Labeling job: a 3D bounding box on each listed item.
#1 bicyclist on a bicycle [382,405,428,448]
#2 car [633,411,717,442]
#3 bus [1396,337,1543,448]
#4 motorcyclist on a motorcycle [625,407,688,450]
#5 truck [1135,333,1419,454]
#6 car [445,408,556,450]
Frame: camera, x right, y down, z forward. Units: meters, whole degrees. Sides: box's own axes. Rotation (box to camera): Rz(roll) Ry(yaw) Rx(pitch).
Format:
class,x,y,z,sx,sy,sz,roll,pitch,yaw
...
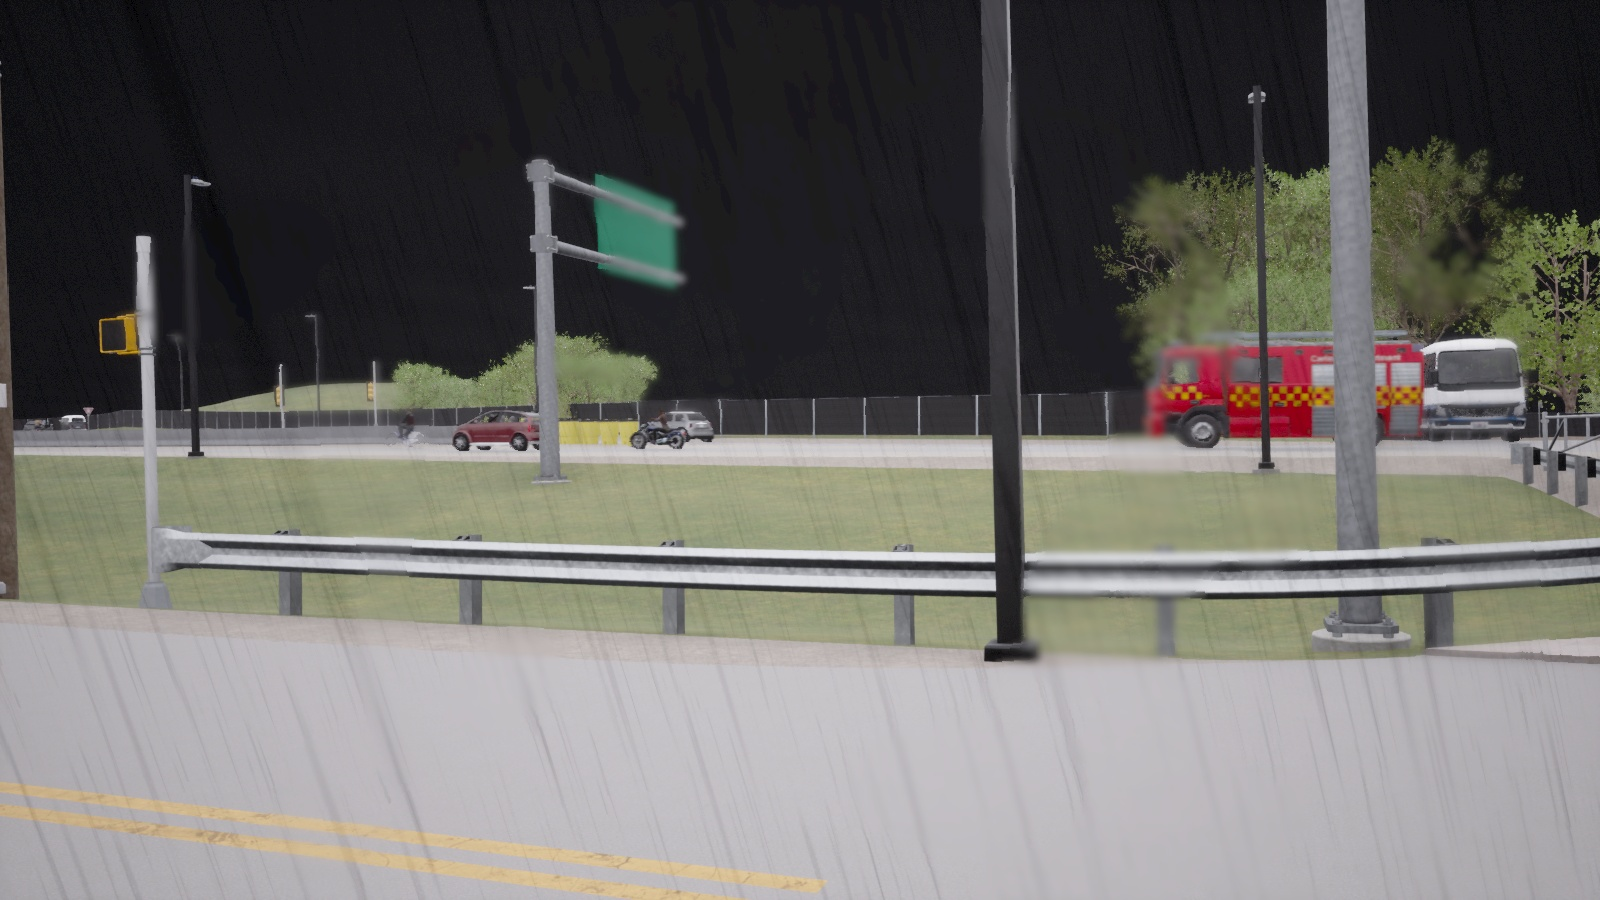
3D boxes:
class,x,y,z,sx,sy,sz,roll,pitch,yaw
bicyclist on a bicycle,-16.717,-0.994,53.174,1.843,1.776,0.659,1,1,19
car,-6.135,-1.165,61.519,3.806,1.475,1.970,1,2,40
bus,28.172,-2.246,53.461,3.944,4.253,10.273,0,1,19
motorcyclist on a motorcycle,-5.635,-0.845,49.276,2.350,1.649,0.766,0,1,19
truck,15.668,-1.823,41.936,8.468,3.827,2.891,0,1,11
car,-11.340,-0.796,47.573,3.705,1.549,1.789,0,1,19
